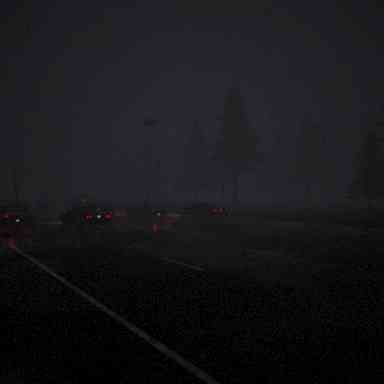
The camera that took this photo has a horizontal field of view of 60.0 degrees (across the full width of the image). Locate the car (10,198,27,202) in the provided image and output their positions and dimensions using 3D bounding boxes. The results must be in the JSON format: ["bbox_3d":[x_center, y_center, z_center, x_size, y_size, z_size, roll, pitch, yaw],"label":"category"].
[{"bbox_3d":[-21.110,1.560,40.247,1.837,1.490,4.892,0,0,-38],"label":"car"}]

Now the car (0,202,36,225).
[{"bbox_3d":[-13.058,1.635,24.121,1.895,1.301,4.718,0,0,-38],"label":"car"}]

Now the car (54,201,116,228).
[{"bbox_3d":[-7.228,1.563,22.306,2.033,1.411,5.357,0,0,-38],"label":"car"}]

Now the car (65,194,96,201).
[{"bbox_3d":[-15.138,1.256,43.964,2.150,2.045,5.566,0,0,-38],"label":"car"}]

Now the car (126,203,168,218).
[{"bbox_3d":[-4.147,1.605,29.761,1.895,1.301,4.718,0,0,-38],"label":"car"}]

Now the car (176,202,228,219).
[{"bbox_3d":[0.809,1.536,29.077,2.033,1.411,5.357,0,0,-38],"label":"car"}]

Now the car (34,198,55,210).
[{"bbox_3d":[-19.301,1.526,43.625,1.882,1.535,5.008,0,0,-38],"label":"car"}]

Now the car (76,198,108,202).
[{"bbox_3d":[-8.332,1.543,29.428,1.812,1.442,4.674,0,0,-38],"label":"car"}]
